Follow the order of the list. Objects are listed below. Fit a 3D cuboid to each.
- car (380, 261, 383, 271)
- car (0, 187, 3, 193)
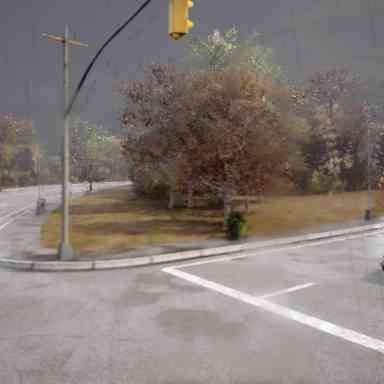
[{"bbox_3d":[7.393,1.498,9.269,5.357,1.411,2.033,-1,1,-36],"label":"car"},{"bbox_3d":[-31.654,-0.452,52.046,1.895,1.301,4.718,0,3,-4],"label":"car"}]
